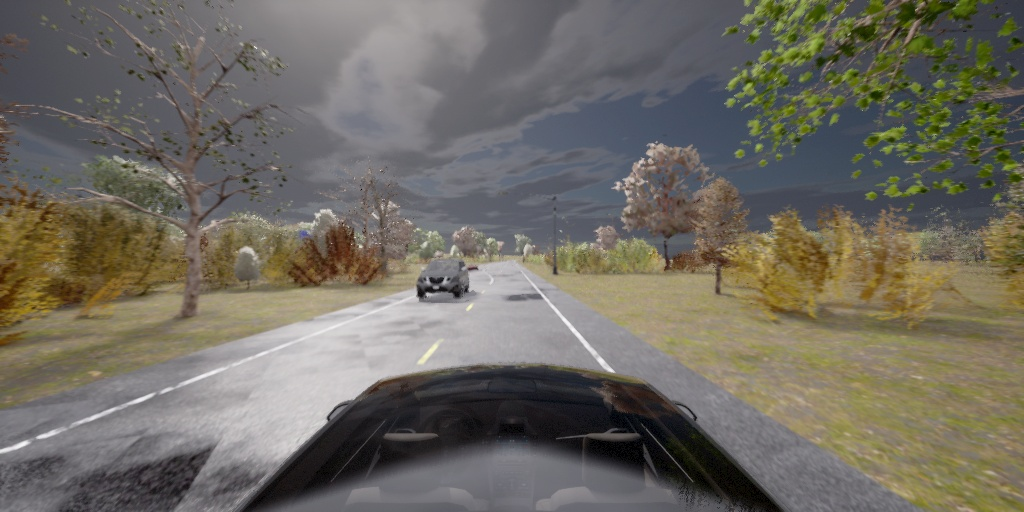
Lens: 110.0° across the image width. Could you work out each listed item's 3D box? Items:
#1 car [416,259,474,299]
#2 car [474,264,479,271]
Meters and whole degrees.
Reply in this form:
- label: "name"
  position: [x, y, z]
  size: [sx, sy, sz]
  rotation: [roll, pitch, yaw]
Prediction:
- label: "car"
  position: [-3.634, 1.173, 19.858]
  size: [2.150, 2.045, 5.566]
  rotation: [0, -1, 0]
- label: "car"
  position: [-6.571, 1.957, 61.119]
  size: [1.895, 1.301, 4.718]
  rotation: [0, -1, -5]
